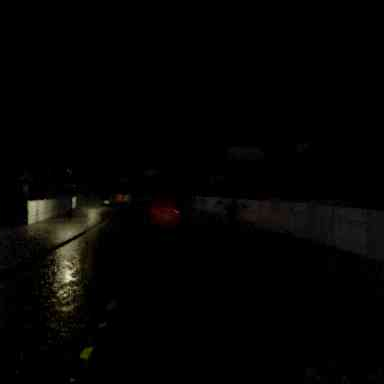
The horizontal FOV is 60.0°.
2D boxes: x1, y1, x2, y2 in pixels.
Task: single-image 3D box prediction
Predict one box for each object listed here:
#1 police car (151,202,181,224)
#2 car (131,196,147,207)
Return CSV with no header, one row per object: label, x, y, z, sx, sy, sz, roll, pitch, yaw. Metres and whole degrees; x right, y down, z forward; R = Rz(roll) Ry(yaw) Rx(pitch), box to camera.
police car,-2.039,1.528,24.970,2.038,1.542,4.974,0,0,-8
car,-8.050,1.446,50.174,2.033,1.649,4.856,0,-1,-17
